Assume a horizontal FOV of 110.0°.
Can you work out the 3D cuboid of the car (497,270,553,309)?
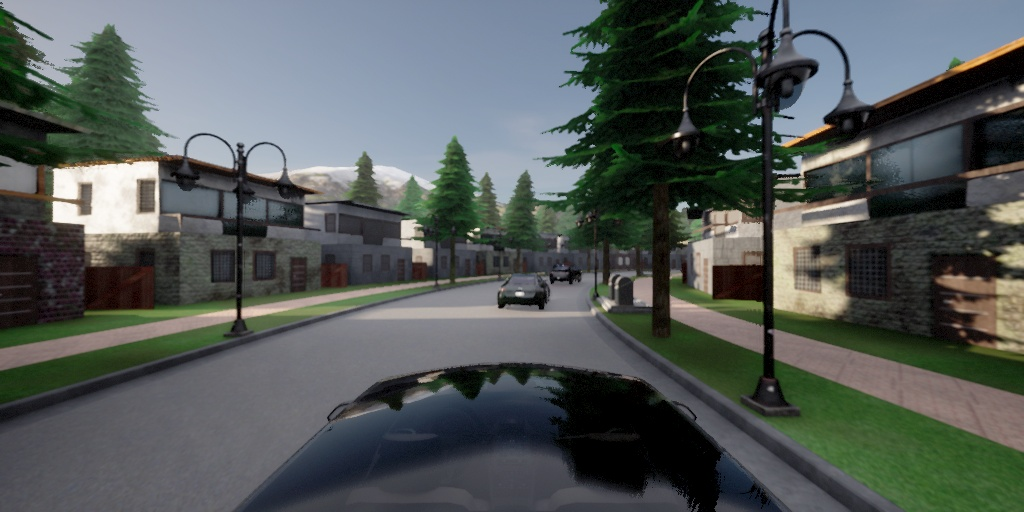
[{"bbox_3d":[0.614,1.454,15.884,1.994,1.385,4.181,0,-1,9],"label":"car"}]

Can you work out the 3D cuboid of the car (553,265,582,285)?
[{"bbox_3d":[4.535,1.520,29.811,2.128,1.511,4.902,0,-1,23],"label":"car"}]
